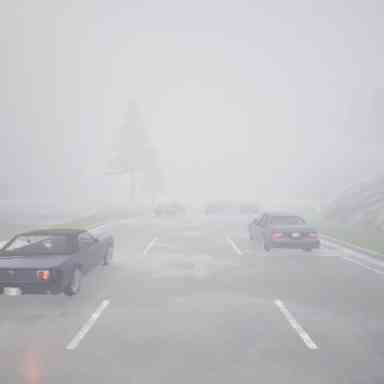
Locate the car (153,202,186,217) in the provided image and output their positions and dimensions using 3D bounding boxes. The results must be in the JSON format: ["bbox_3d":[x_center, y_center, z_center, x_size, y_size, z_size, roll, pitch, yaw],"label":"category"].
[{"bbox_3d":[-1.970,1.601,30.971,1.895,1.301,4.718,0,0,13],"label":"car"}]

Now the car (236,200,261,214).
[{"bbox_3d":[6.032,1.601,33.840,1.895,1.301,4.718,0,0,15],"label":"car"}]

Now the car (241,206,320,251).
[{"bbox_3d":[3.612,1.547,14.013,2.033,1.411,5.357,0,0,0],"label":"car"}]

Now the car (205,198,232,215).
[{"bbox_3d":[2.565,1.526,34.256,1.812,1.442,4.674,0,0,15],"label":"car"}]

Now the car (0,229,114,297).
[{"bbox_3d":[-3.398,1.601,8.540,1.895,1.301,4.718,0,0,0],"label":"car"}]

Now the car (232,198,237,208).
[{"bbox_3d":[5.327,1.526,44.217,1.812,1.442,4.674,0,0,16],"label":"car"}]
